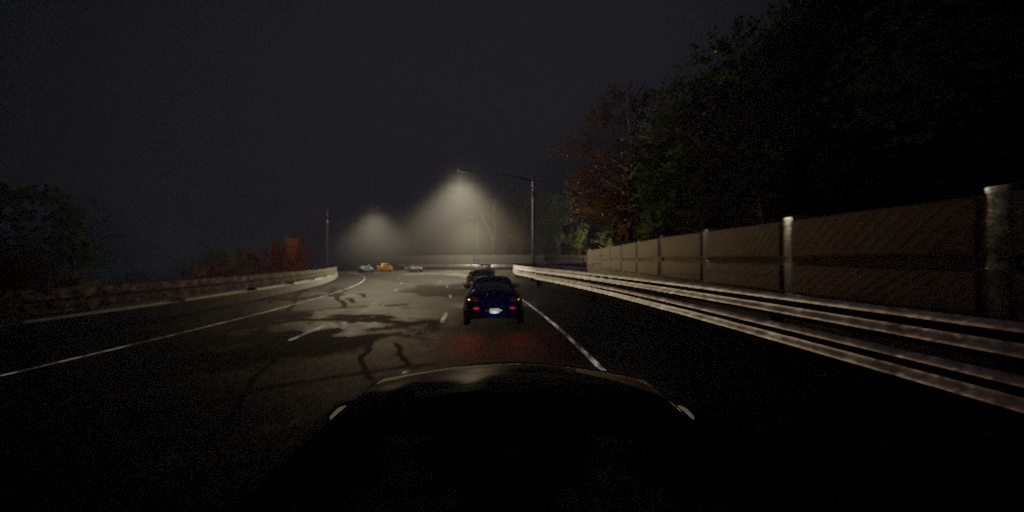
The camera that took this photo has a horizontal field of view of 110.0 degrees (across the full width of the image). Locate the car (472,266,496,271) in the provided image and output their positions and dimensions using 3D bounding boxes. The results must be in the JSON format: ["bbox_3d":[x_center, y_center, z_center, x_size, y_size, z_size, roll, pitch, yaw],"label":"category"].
[{"bbox_3d":[-1.918,1.555,22.527,2.033,1.411,5.357,0,-1,-8],"label":"car"}]

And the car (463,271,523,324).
[{"bbox_3d":[-0.701,1.407,12.449,1.812,1.442,4.674,0,-1,-5],"label":"car"}]

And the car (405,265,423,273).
[{"bbox_3d":[-16.248,2.096,59.193,1.895,1.301,4.718,0,-1,-30],"label":"car"}]

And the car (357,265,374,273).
[{"bbox_3d":[-24.001,2.113,58.506,1.895,1.301,4.718,0,-1,-32],"label":"car"}]
